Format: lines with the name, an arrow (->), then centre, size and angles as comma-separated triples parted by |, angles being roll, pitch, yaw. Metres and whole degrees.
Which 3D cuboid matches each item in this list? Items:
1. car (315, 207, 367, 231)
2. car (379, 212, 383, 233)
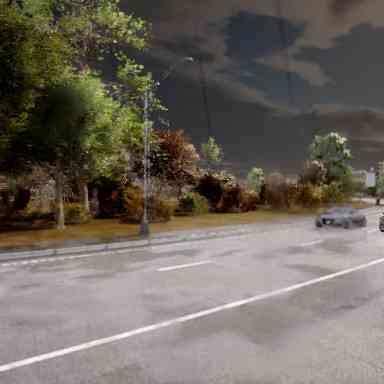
car -> 9.685, 1.644, 21.560 | 4.181, 1.385, 1.994 | 0, 0, -44
car -> 12.535, 1.568, 19.434 | 4.902, 1.511, 2.128 | 0, 0, -44
